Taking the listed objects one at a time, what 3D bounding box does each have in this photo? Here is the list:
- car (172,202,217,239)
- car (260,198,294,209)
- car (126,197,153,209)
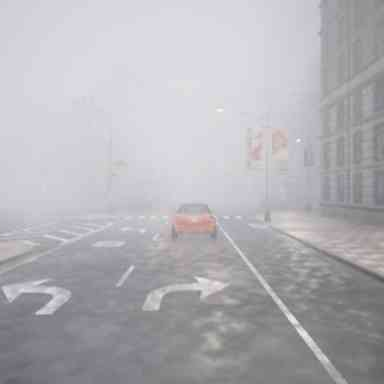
[{"bbox_3d":[0.100,1.283,17.149,2.097,1.767,4.553,0,0,0],"label":"car"},{"bbox_3d":[10.673,1.391,41.822,4.181,1.385,1.994,0,0,-7],"label":"car"},{"bbox_3d":[-6.518,1.378,41.186,2.033,1.411,5.357,0,0,-29],"label":"car"}]
